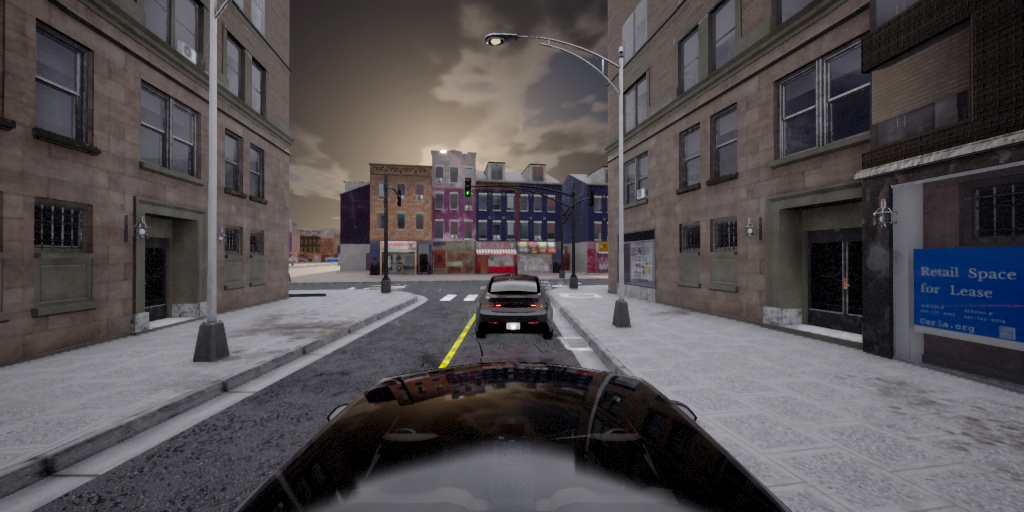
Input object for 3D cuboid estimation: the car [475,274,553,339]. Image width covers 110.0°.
[{"bbox_3d":[0.099,1.256,10.159,1.837,1.490,4.892,0,0,2],"label":"car"}]
